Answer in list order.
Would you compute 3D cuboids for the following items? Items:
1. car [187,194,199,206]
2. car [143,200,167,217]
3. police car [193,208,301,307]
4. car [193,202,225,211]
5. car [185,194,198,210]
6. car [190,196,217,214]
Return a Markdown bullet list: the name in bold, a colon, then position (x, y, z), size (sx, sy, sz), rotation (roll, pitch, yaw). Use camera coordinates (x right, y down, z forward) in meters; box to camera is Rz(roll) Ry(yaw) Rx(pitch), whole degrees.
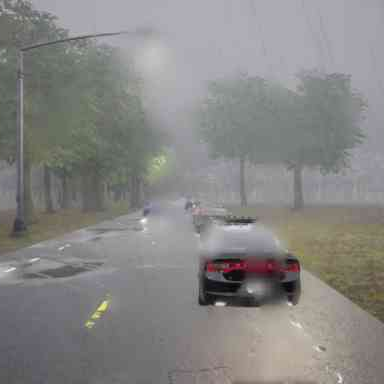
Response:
- **car**: position (0.171, 1.462, 59.505), size (2.150, 2.045, 5.566), rotation (0, -1, 0)
- **car**: position (-3.410, 1.505, 31.407), size (1.882, 1.535, 5.008), rotation (0, 0, 0)
- **police car**: position (1.073, 1.423, 8.168), size (1.930, 1.638, 5.238), rotation (0, 0, 0)
- **car**: position (1.101, 1.503, 18.059), size (1.837, 1.490, 4.892), rotation (0, 0, 0)
- **car**: position (0.176, 1.470, 45.518), size (2.097, 1.767, 4.553), rotation (0, 0, 1)
- **car**: position (1.118, 1.356, 24.032), size (2.097, 1.767, 4.553), rotation (0, 0, 0)
